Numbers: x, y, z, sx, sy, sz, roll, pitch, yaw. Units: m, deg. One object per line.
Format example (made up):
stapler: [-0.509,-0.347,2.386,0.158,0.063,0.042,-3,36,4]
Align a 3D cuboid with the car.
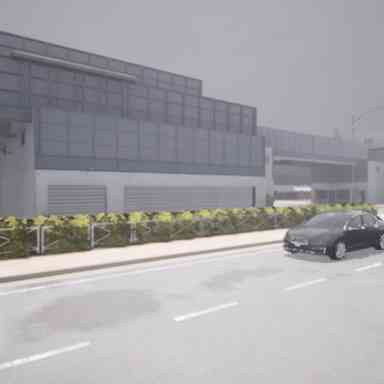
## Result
car: [5.377,1.443,12.126,4.892,1.490,1.837,0,0,-35]
